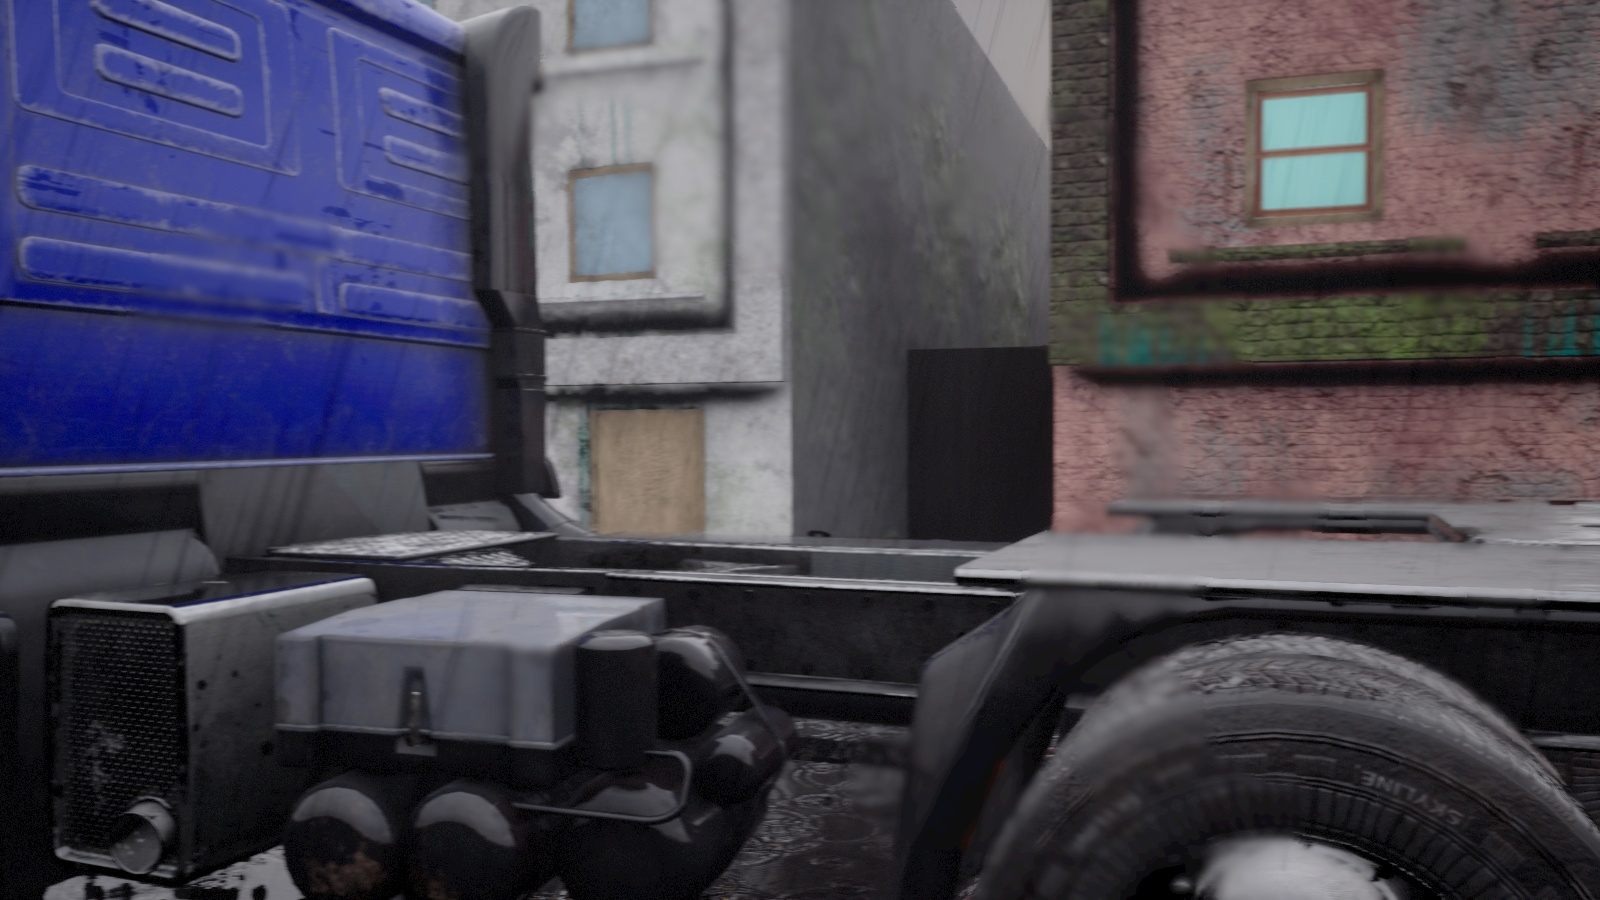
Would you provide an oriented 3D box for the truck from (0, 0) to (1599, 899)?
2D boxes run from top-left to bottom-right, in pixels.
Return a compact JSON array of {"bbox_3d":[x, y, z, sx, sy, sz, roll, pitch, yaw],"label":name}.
[{"bbox_3d":[-0.155,-0.221,3.888,7.936,3.462,2.891,1,1,22],"label":"truck"}]
